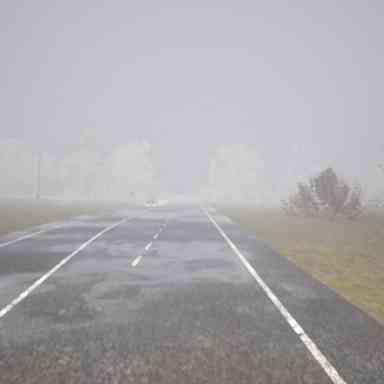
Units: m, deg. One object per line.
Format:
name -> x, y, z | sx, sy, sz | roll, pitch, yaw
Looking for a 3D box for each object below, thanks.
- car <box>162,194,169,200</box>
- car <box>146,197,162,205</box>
car -> -7.495, 1.406, 93.041 | 2.097, 1.767, 4.553 | 0, 0, 0
car -> -7.290, 1.598, 60.731 | 2.033, 1.411, 5.357 | 0, 0, 0
